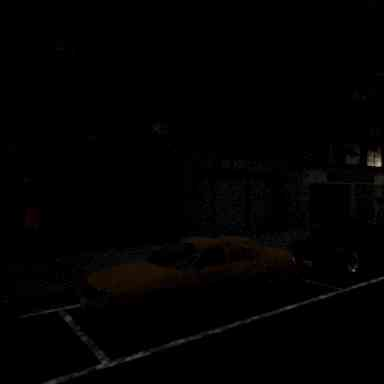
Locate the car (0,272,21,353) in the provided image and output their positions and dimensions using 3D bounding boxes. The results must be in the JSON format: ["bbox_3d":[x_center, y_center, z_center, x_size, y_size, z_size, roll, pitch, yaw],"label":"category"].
[{"bbox_3d":[-4.310,1.567,3.692,4.313,1.339,1.947,0,0,-36],"label":"car"}]

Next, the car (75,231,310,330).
[{"bbox_3d":[0.165,1.520,6.887,4.829,1.417,1.752,0,0,-36],"label":"car"}]

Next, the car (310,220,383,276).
[{"bbox_3d":[4.916,1.554,10.279,4.313,1.339,1.947,0,0,-36],"label":"car"}]
